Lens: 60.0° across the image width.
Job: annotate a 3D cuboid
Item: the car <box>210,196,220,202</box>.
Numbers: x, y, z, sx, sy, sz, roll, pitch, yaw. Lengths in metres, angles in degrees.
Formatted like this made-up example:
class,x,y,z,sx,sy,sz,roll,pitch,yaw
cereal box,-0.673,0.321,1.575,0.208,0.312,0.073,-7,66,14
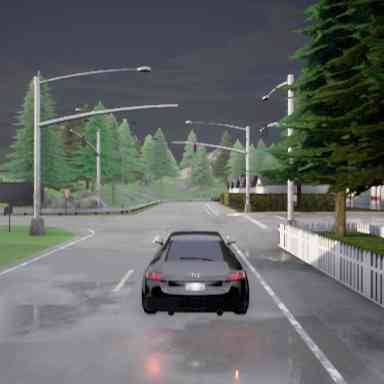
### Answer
class,x,y,z,sx,sy,sz,roll,pitch,yaw
car,6.702,1.518,72.823,5.357,1.411,2.033,0,0,-22

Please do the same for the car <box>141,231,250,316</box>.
class,x,y,z,sx,sy,sz,roll,pitch,yaw
car,0.075,1.563,7.604,1.994,1.385,4.181,0,0,1
